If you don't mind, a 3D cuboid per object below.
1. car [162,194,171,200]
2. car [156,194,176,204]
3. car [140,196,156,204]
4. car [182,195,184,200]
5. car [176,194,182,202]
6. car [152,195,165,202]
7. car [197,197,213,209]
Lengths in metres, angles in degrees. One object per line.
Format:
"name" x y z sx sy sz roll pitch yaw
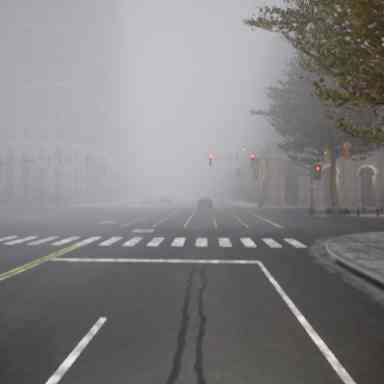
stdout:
"car" -6.721 1.352 89.020 1.812 1.442 4.674 0 0 3
"car" -4.669 1.243 59.819 2.097 1.767 4.553 0 0 3
"car" -8.129 1.478 60.622 1.895 1.301 4.718 0 0 3
"car" -3.234 1.361 88.674 1.812 1.442 4.674 0 0 3
"car" -3.988 1.394 73.888 2.128 1.511 4.902 0 0 3
"car" -7.478 1.397 74.162 2.033 1.411 5.357 0 0 3
"car" 1.776 1.518 45.040 1.837 1.490 4.892 0 0 2
